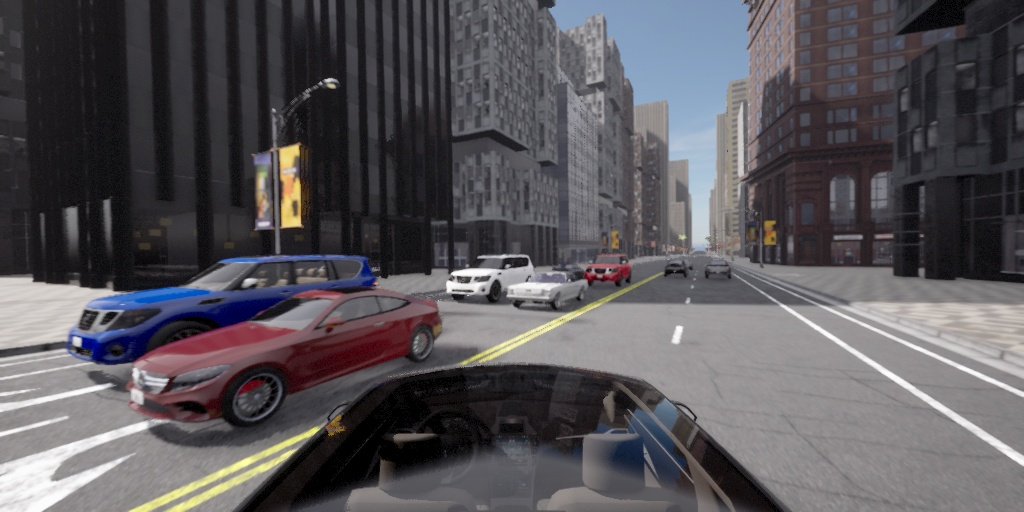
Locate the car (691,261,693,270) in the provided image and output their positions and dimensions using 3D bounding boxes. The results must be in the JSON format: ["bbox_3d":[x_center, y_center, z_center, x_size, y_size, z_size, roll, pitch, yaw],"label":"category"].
[{"bbox_3d":[22.281,1.069,46.476,1.994,1.385,4.181,0,0,28],"label":"car"}]

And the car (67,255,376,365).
[{"bbox_3d":[-5.616,0.993,8.135,2.150,2.045,5.566,0,0,28],"label":"car"}]

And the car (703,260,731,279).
[{"bbox_3d":[17.167,1.062,29.997,2.128,1.511,4.902,0,0,29],"label":"car"}]

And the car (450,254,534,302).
[{"bbox_3d":[-0.769,0.939,17.289,2.150,2.045,5.566,0,0,28],"label":"car"}]

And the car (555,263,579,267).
[{"bbox_3d":[3.947,1.233,26.165,1.994,1.385,4.181,0,0,28],"label":"car"}]

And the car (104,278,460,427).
[{"bbox_3d":[-3.060,1.284,6.026,1.812,1.442,4.674,0,0,28],"label":"car"}]

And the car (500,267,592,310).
[{"bbox_3d":[1.615,1.307,14.848,1.895,1.301,4.718,0,0,28],"label":"car"}]

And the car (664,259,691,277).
[{"bbox_3d":[15.166,1.085,33.055,1.837,1.490,4.892,0,0,28],"label":"car"}]

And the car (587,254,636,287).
[{"bbox_3d":[6.631,0.876,24.293,2.150,2.045,5.566,0,0,28],"label":"car"}]
